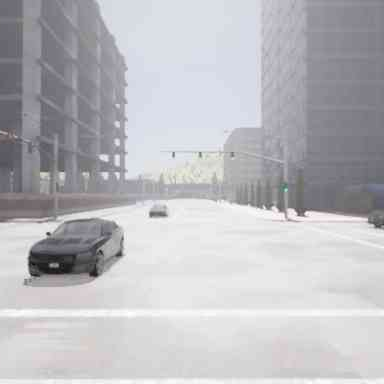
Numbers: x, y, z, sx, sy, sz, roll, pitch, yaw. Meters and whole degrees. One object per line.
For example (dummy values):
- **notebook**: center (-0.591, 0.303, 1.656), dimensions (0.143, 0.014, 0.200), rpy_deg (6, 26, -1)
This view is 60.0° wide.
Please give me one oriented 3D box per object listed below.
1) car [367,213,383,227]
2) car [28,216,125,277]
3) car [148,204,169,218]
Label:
- **car**: center (14.898, 1.792, 23.261), dimensions (4.892, 1.490, 1.837), rpy_deg (0, -1, -1)
- **car**: center (-3.498, 1.613, 10.936), dimensions (1.882, 1.535, 5.008), rpy_deg (0, -1, 0)
- **car**: center (-3.492, 1.989, 35.794), dimensions (2.033, 1.411, 5.357), rpy_deg (0, -1, 0)
